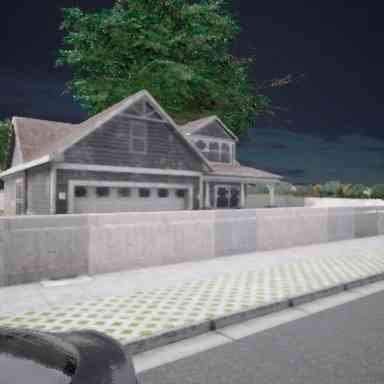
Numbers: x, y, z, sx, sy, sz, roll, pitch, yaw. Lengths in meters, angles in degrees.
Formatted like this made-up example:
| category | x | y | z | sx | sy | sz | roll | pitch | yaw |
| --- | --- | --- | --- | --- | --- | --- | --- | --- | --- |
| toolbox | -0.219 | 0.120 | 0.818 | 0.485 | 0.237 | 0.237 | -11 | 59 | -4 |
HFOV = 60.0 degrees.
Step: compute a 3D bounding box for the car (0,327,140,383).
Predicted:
| category | x | y | z | sx | sy | sz | roll | pitch | yaw |
| --- | --- | --- | --- | --- | --- | --- | --- | --- | --- |
| car | -2.369 | 1.516 | 1.363 | 4.674 | 1.442 | 1.812 | 1 | 0 | -36 |
